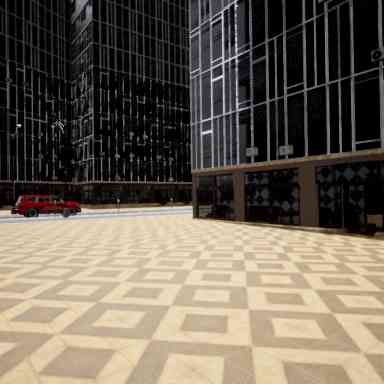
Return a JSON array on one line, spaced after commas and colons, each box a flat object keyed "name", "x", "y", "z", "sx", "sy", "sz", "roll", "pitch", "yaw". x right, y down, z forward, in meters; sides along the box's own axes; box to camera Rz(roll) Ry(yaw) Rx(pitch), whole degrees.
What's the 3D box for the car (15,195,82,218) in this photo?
[{"name": "car", "x": -11.772, "y": 1.188, "z": 27.332, "sx": 5.009, "sy": 1.841, "sz": 2.192, "roll": 0, "pitch": -1, "yaw": -37}]
